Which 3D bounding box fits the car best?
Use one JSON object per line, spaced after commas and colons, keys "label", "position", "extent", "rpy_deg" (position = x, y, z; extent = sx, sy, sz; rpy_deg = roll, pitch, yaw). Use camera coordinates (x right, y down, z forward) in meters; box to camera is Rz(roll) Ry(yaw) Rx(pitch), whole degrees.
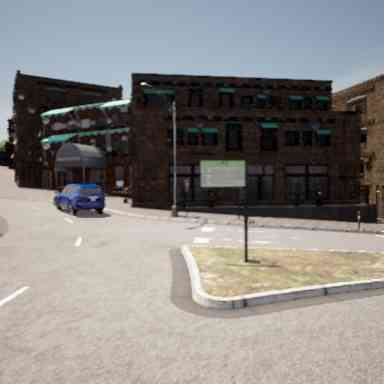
{"label": "car", "position": [-8.235, 0.446, 24.232], "extent": [2.150, 2.045, 5.566], "rpy_deg": [-1, 4, -38]}
